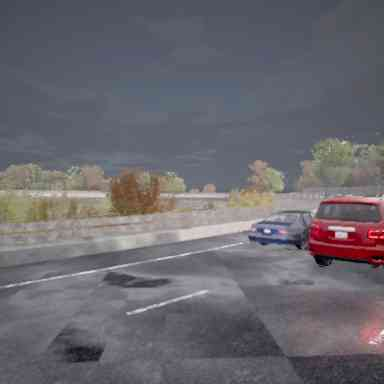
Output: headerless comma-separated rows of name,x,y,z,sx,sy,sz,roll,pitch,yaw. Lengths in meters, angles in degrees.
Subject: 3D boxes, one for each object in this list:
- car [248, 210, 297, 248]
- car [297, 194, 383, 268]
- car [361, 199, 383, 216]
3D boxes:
car,4.480,1.485,14.166,2.033,1.411,5.357,0,0,42
car,5.641,1.165,10.348,2.150,2.045,5.566,0,0,44
car,17.076,1.393,30.890,1.994,1.385,4.181,0,0,33
